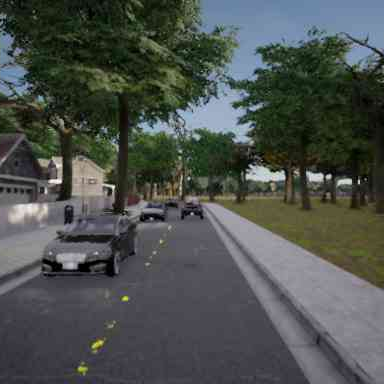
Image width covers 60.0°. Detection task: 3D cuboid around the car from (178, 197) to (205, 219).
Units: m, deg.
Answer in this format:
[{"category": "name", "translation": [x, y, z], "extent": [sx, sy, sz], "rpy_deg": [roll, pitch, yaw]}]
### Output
[{"category": "car", "translation": [0.024, 1.435, 28.339], "extent": [1.837, 1.490, 4.892], "rpy_deg": [0, 0, 0]}]

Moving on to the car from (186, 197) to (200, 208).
[{"category": "car", "translation": [0.099, 1.423, 45.898], "extent": [1.812, 1.442, 4.674], "rpy_deg": [0, 0, 0]}]

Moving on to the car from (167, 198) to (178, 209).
[{"category": "car", "translation": [-2.737, 1.501, 43.677], "extent": [1.895, 1.301, 4.718], "rpy_deg": [0, 0, 0]}]

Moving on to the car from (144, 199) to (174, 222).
[{"category": "car", "translation": [-2.793, 1.481, 25.806], "extent": [2.033, 1.411, 5.357], "rpy_deg": [0, 0, 1]}]

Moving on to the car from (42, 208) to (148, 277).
[{"category": "car", "translation": [-2.845, 1.460, 10.215], "extent": [2.128, 1.511, 4.902], "rpy_deg": [0, 0, 0]}]
